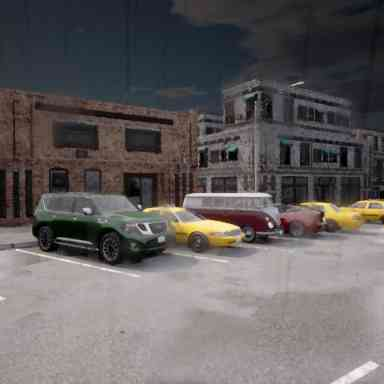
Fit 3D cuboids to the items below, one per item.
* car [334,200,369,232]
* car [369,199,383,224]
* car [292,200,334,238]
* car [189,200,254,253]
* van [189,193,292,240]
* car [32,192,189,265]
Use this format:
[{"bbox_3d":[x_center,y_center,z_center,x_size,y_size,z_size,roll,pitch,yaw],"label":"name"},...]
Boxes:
[{"bbox_3d":[6.320,1.236,18.081,5.366,1.575,1.946,0,1,35],"label":"car"},{"bbox_3d":[11.139,1.218,21.417,5.366,1.575,1.946,0,1,35],"label":"car"},{"bbox_3d":[4.036,1.279,16.315,4.792,1.488,2.163,0,1,35],"label":"car"},{"bbox_3d":[-0.606,1.266,12.844,5.366,1.575,1.946,0,0,35],"label":"car"},{"bbox_3d":[1.750,1.033,14.561,4.442,1.987,1.878,0,0,35],"label":"van"},{"bbox_3d":[-3.144,1.029,11.254,5.566,2.045,2.435,0,0,35],"label":"car"}]
